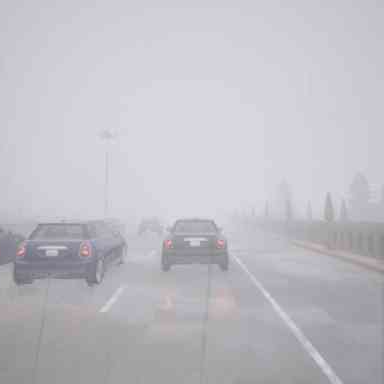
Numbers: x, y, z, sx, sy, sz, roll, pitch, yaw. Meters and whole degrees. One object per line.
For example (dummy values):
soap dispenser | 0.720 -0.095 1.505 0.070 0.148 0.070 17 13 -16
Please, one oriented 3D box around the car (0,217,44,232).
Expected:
car | -17.604 3.349 34.607 2.033 1.411 5.357 0 -4 0

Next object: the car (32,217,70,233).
car | -14.105 3.261 33.630 1.812 1.442 4.674 0 -4 0

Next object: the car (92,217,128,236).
car | -6.908 2.887 28.404 1.837 1.490 4.892 0 -4 0

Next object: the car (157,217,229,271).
car | 0.096 1.679 12.160 2.097 1.767 4.553 0 -3 0

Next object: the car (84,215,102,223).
car | -20.259 5.573 68.387 1.882 1.535 5.008 0 -4 5

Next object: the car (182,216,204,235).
car | 0.091 2.984 30.245 1.882 1.535 5.008 0 -4 0

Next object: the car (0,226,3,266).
car | -6.904 1.592 10.278 2.097 1.767 4.553 0 -2 0

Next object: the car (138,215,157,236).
car | -3.408 2.887 28.411 1.837 1.490 4.892 0 -4 0

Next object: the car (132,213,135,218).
car | -11.650 6.076 77.338 2.033 1.411 5.357 -1 -4 11

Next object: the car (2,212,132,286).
car | -3.404 1.590 10.216 2.097 1.767 4.553 0 -2 0
